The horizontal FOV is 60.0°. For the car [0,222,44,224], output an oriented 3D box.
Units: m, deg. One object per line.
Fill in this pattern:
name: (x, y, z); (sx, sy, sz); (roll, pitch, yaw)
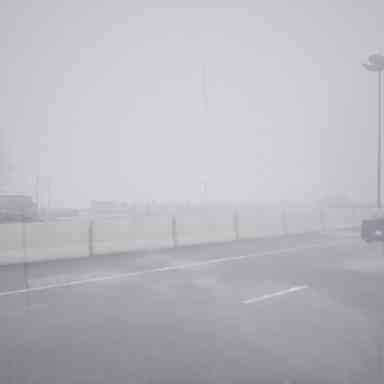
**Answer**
car: (-8.836, 1.566, 14.886); (4.181, 1.385, 1.994); (0, 0, -35)

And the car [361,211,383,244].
car: (9.534, 1.499, 14.842); (5.008, 1.535, 1.882); (0, 0, -35)
